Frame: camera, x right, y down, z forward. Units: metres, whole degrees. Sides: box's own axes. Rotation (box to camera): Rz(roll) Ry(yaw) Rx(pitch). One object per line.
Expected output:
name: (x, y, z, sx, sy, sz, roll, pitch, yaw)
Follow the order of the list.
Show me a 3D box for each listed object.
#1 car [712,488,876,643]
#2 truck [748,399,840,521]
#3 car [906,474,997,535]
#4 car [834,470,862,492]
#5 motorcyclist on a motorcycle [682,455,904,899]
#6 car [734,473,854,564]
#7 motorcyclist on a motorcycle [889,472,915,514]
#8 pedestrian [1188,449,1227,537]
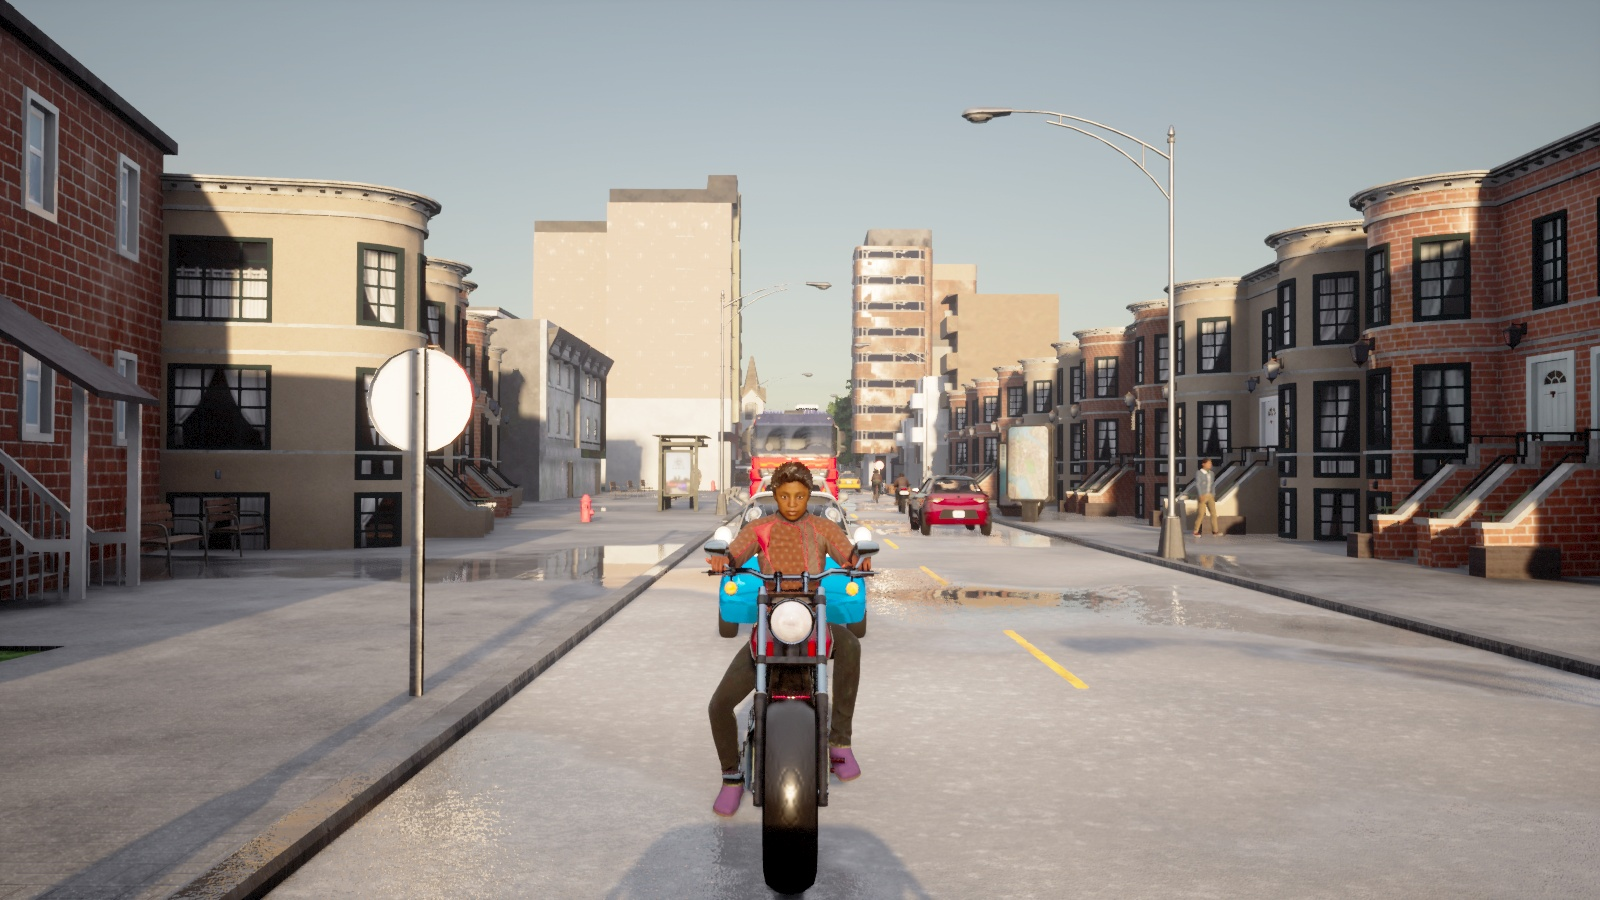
car: (-0.062, 1.078, 12.451, 1.481, 1.376, 2.207, 0, -1, 0)
truck: (-0.210, 0.388, 44.014, 2.891, 3.827, 8.468, 0, -1, 0)
car: (3.847, 1.358, 32.542, 1.816, 1.474, 4.193, 0, -1, 0)
car: (3.535, 2.297, 92.981, 1.801, 1.575, 5.366, 0, -1, 0)
motorcyclist on a motorcycle: (-0.031, 0.858, 5.541, 0.766, 1.649, 2.350, 0, -1, 0)
car: (-0.108, 1.157, 22.463, 1.970, 1.475, 3.806, 0, -1, 0)
motorcyclist on a motorcycle: (3.783, 1.562, 46.590, 0.797, 1.523, 2.044, 0, -1, 0)
pedestrian: (9.124, 0.959, 28.110, 0.423, 1.949, 0.788, 0, -1, -18)
